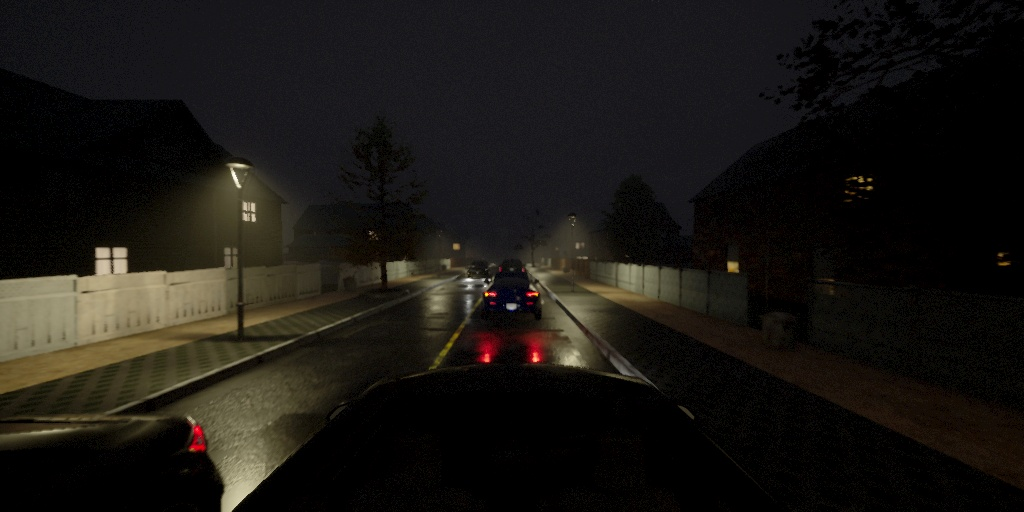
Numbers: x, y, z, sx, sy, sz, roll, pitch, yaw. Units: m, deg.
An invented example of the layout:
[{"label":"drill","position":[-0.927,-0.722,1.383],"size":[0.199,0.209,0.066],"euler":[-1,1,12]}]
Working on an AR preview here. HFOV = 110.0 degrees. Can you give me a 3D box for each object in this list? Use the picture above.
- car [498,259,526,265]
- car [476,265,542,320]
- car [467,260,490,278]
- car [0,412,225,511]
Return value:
[{"label":"car","position":[0.013,0.990,27.173],"size":[2.097,1.767,4.553],"euler":[0,0,1]},{"label":"car","position":[-0.017,1.220,12.254],"size":[1.812,1.442,4.674],"euler":[0,0,0]},{"label":"car","position":[-2.862,1.134,32.027],"size":[1.837,1.490,4.892],"euler":[0,0,0]},{"label":"car","position":[-2.840,1.321,0.547],"size":[1.994,1.385,4.181],"euler":[0,0,0]}]
